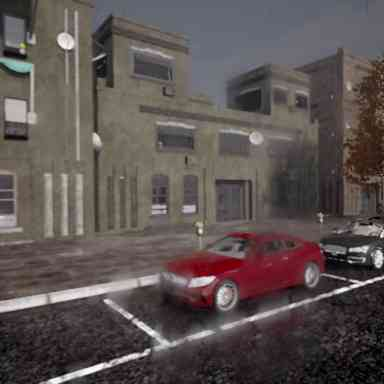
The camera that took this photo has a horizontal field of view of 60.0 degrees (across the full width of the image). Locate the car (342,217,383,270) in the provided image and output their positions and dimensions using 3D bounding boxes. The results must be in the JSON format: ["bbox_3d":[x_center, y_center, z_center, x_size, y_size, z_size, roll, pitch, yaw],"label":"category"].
[{"bbox_3d":[5.818,1.510,10.713,4.403,1.369,2.008,0,0,-35],"label":"car"}]

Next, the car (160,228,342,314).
[{"bbox_3d":[1.302,1.562,7.491,4.206,1.307,1.802,0,0,-35],"label":"car"}]
